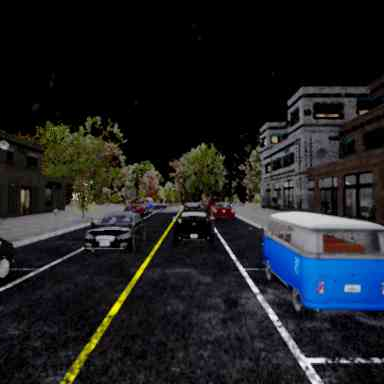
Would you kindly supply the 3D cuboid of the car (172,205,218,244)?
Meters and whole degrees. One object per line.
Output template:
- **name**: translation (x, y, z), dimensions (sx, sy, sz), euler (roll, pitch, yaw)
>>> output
- **car**: translation (0.083, 1.626, 16.391), dimensions (1.837, 1.490, 4.892), euler (0, -1, 0)

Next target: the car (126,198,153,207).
- **car**: translation (-5.708, 1.568, 35.127), dimensions (2.192, 1.841, 5.009), euler (1, 0, 0)

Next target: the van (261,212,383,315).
- **van**: translation (2.696, 1.398, 7.432), dimensions (1.690, 1.788, 3.998), euler (1, 0, 0)

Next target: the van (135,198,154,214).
- **van**: translation (-5.726, 1.632, 40.669), dimensions (1.690, 1.788, 3.998), euler (1, 0, 0)

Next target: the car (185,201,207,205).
- **car**: translation (0.069, 1.724, 32.181), dimensions (2.128, 1.511, 4.902), euler (0, 0, 0)

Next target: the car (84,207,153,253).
- **car**: translation (-3.113, 1.598, 14.304), dimensions (2.128, 1.511, 4.902), euler (0, 0, 0)

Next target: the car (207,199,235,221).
- **car**: translation (2.675, 1.656, 29.603), dimensions (1.967, 1.590, 4.097), euler (1, 0, 0)

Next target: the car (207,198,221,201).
- **car**: translation (2.680, 1.606, 40.689), dimensions (2.192, 1.841, 5.009), euler (1, 0, 0)

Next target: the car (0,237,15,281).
- **car**: translation (-5.687, 1.607, 7.410), dimensions (2.008, 1.369, 4.403), euler (1, 0, 0)
